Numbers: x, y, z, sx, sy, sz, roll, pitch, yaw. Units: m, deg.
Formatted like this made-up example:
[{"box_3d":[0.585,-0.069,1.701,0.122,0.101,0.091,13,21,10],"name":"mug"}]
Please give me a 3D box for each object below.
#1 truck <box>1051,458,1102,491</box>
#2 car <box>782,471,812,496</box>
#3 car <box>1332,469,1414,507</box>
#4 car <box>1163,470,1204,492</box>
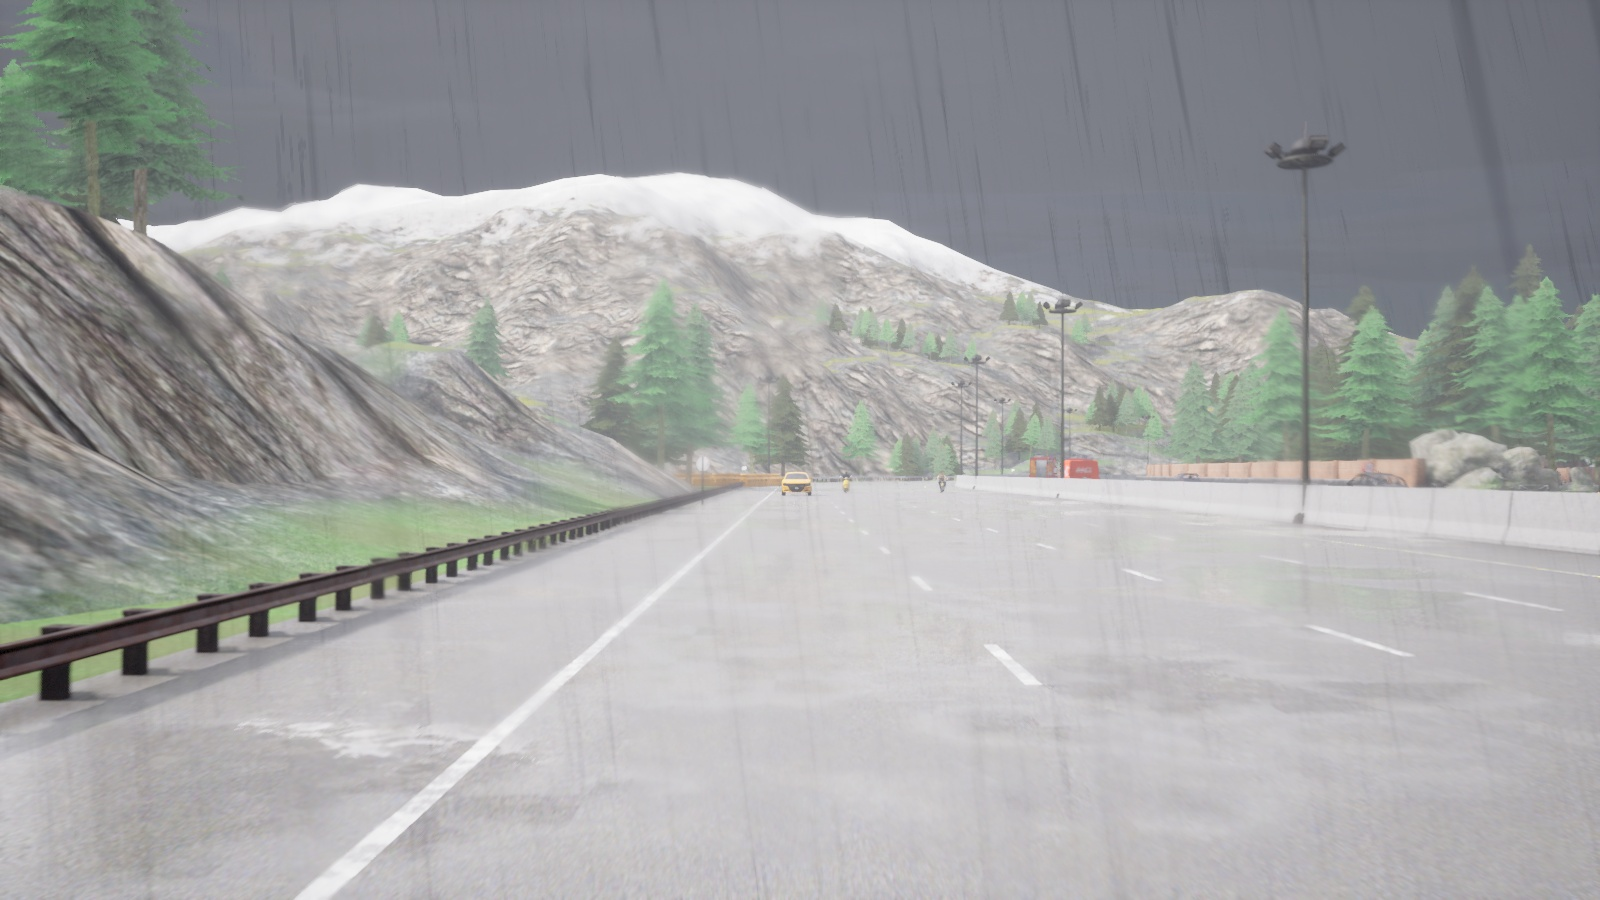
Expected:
[{"box_3d":[20.769,1.832,94.607,2.627,2.467,5.204,0,-1,0],"name":"truck"},{"box_3d":[-0.194,2.136,80.191,1.882,1.535,5.008,0,-1,0],"name":"car"},{"box_3d":[24.370,1.592,53.525,1.789,1.549,3.705,0,-1,0],"name":"car"},{"box_3d":[27.780,2.241,91.007,1.845,1.501,3.633,0,-1,0],"name":"car"}]
